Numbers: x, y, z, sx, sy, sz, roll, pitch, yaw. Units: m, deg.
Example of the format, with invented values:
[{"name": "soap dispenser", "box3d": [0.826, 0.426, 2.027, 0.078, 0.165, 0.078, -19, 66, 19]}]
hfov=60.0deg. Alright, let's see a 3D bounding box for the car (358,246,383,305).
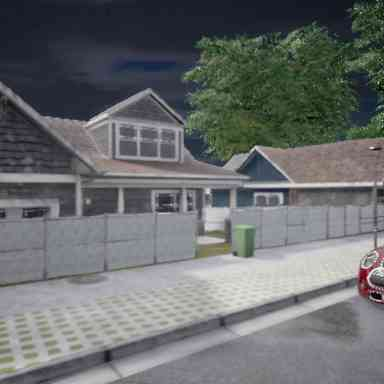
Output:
[{"name": "car", "box3d": [5.560, 1.377, 7.185, 4.553, 1.767, 2.097, 0, 0, -37]}]
